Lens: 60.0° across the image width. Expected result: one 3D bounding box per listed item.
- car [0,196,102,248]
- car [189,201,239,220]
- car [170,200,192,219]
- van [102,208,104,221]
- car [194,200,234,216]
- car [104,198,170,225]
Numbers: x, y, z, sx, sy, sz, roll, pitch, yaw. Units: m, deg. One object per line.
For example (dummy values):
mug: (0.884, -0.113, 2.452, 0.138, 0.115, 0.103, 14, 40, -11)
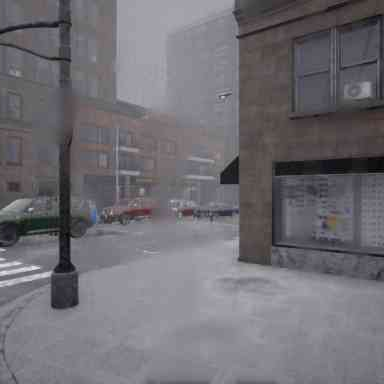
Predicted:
car: (-7.269, 1.236, 15.492, 2.150, 2.045, 5.566, 0, 0, 36)
car: (2.136, 1.628, 28.479, 1.895, 1.301, 4.718, 0, 0, 36)
car: (-1.006, 1.466, 28.851, 1.967, 1.590, 4.097, 0, 0, 36)
van: (-7.569, 1.358, 19.785, 1.690, 1.788, 3.998, 0, 0, 36)
car: (2.275, 1.575, 33.384, 1.887, 1.381, 4.507, 0, 0, 36)
car: (-4.287, 1.336, 24.318, 2.192, 1.841, 5.009, 0, 0, 36)
